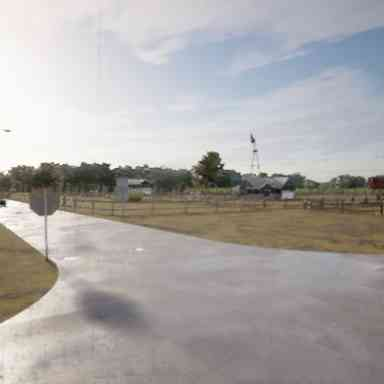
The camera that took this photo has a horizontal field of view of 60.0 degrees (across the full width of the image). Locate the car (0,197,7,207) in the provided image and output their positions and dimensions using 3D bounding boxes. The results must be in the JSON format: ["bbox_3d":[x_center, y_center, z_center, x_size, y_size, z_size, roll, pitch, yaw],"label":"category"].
[{"bbox_3d":[-26.109,1.285,44.630,1.895,1.301,4.718,-1,1,-35],"label":"car"}]
